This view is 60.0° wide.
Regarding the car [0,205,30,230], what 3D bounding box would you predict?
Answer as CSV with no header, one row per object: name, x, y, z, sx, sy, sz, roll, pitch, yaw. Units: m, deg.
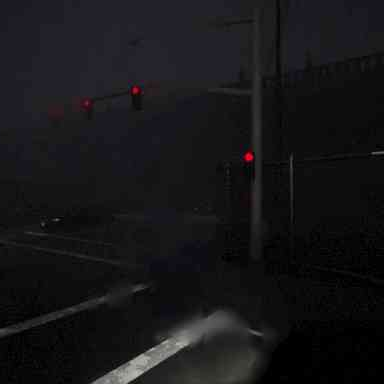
car,-10.731,1.603,22.028,2.033,1.411,5.357,0,0,41

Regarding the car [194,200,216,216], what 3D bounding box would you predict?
car,2.180,1.581,33.674,1.812,1.442,4.674,0,0,35

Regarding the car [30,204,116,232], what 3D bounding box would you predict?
car,-6.989,1.547,20.664,2.128,1.511,4.902,0,0,34

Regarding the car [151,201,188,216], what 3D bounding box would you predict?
car,-2.187,1.619,33.577,1.994,1.385,4.181,0,0,35

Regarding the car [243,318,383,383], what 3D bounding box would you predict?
car,2.940,1.547,1.869,5.357,1.411,2.033,0,0,36
